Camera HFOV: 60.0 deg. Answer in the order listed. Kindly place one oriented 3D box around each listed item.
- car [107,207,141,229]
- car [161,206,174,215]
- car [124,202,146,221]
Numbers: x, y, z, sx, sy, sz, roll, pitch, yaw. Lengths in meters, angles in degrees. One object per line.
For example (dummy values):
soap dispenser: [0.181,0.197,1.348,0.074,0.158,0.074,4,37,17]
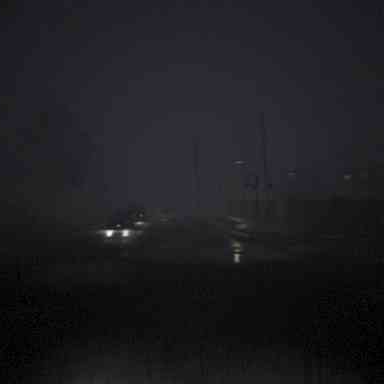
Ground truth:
car: [-5.801,2.259,28.048,2.033,1.411,5.357,1,-2,-4]
car: [-4.004,2.974,53.842,2.128,1.511,4.902,1,-2,-4]
car: [-6.551,2.221,38.679,2.150,2.045,5.566,1,-2,-4]
